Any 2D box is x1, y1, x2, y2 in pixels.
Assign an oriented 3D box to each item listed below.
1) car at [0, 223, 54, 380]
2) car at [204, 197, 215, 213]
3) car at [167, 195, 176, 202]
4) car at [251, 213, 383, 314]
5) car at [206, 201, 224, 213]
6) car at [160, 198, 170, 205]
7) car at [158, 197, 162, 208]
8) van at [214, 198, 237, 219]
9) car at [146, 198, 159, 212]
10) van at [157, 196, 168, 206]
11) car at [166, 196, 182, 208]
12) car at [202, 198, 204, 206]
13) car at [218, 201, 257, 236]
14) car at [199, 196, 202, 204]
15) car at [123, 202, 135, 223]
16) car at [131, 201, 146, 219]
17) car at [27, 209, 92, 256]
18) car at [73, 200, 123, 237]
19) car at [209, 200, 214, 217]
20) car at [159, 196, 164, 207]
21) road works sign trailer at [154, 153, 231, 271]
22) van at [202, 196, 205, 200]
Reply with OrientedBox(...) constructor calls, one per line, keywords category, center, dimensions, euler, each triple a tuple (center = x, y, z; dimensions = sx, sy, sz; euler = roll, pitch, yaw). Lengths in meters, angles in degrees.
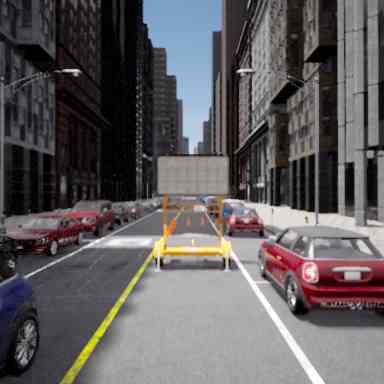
OrientedBox(category="car", center=(-3.099, 1.366, 2.566), dimensions=(2.097, 1.767, 4.553), euler=(0, 0, 0))
OrientedBox(category="car", center=(2.816, 1.506, 35.871), dimensions=(2.192, 1.841, 5.009), euler=(0, 0, 0))
OrientedBox(category="car", center=(-5.629, 1.815, 92.235), dimensions=(2.192, 1.841, 5.009), euler=(0, 0, 0))
OrientedBox(category="car", center=(2.775, 1.482, 7.686), dimensions=(1.967, 1.590, 4.097), euler=(0, 0, 0))
OrientedBox(category="car", center=(2.823, 1.787, 41.506), dimensions=(1.947, 1.339, 4.313), euler=(0, 0, 0))
OrientedBox(category="car", center=(-5.662, 1.897, 69.518), dimensions=(1.752, 1.417, 4.829), euler=(0, 0, 0))
OrientedBox(category="car", center=(-5.694, 1.776, 46.974), dimensions=(1.752, 1.417, 4.829), euler=(0, 0, 0))
OrientedBox(category="van", center=(2.799, 1.472, 24.597), dimensions=(1.690, 1.788, 3.998), euler=(0, 0, 0))
OrientedBox(category="car", center=(-5.702, 1.772, 41.507), dimensions=(2.008, 1.369, 4.403), euler=(0, 0, 0))
OrientedBox(category="van", center=(-5.669, 1.683, 64.054), dimensions=(1.690, 1.788, 3.998), euler=(0, 0, 0))
OrientedBox(category="car", center=(-2.943, 1.787, 52.463), dimensions=(1.837, 1.490, 4.892), euler=(0, -1, 1))
OrientedBox(category="car", center=(2.831, 1.817, 47.143), dimensions=(1.947, 1.339, 4.313), euler=(0, 0, 0))
OrientedBox(category="car", center=(2.791, 1.541, 18.960), dimensions=(1.967, 1.590, 4.097), euler=(0, 0, 0))
OrientedBox(category="car", center=(2.855, 1.908, 64.053), dimensions=(1.947, 1.339, 4.313), euler=(0, 0, 0))
OrientedBox(category="car", center=(-5.726, 1.697, 24.599), dimensions=(1.947, 1.339, 4.313), euler=(0, 0, 0))
OrientedBox(category="car", center=(-5.718, 1.601, 30.236), dimensions=(1.967, 1.590, 4.097), euler=(0, 0, 0))
OrientedBox(category="car", center=(-5.742, 1.616, 13.326), dimensions=(1.887, 1.381, 4.507), euler=(0, 0, 0))
OrientedBox(category="car", center=(-5.734, 1.416, 18.963), dimensions=(2.192, 1.841, 5.009), euler=(0, 0, 0))
OrientedBox(category="car", center=(2.807, 1.706, 30.233), dimensions=(1.887, 1.381, 4.507), euler=(0, 0, 0))
OrientedBox(category="car", center=(-5.685, 1.722, 52.780), dimensions=(1.967, 1.590, 4.097), euler=(0, 0, 0))
OrientedBox(category="road works sign trailer", center=(0.030, 0.524, 11.058), dimensions=(2.380, 3.560, 2.880), euler=(0, 0, 0))
OrientedBox(category="van", center=(2.840, 1.623, 52.780), dimensions=(1.690, 1.788, 3.998), euler=(0, 0, 0))
